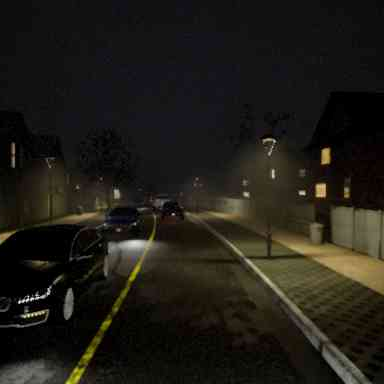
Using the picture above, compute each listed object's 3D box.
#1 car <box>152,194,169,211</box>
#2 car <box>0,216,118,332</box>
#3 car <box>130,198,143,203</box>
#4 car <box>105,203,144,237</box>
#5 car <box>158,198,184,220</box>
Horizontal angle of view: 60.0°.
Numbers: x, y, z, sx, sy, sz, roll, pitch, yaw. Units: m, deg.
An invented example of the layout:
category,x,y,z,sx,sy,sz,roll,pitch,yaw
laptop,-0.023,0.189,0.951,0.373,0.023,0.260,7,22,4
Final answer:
category,x,y,z,sx,sy,sz,roll,pitch,yaw
car,-4.067,1.367,44.027,2.150,2.045,5.566,0,-1,-9
car,-3.055,1.508,7.136,1.837,1.490,4.892,0,0,-2
car,-9.039,1.786,54.410,1.837,1.490,4.892,0,-1,-12
car,-3.640,1.528,18.049,1.812,1.442,4.674,0,0,-4
car,-1.723,1.530,28.337,1.837,1.490,4.892,0,-1,-7
